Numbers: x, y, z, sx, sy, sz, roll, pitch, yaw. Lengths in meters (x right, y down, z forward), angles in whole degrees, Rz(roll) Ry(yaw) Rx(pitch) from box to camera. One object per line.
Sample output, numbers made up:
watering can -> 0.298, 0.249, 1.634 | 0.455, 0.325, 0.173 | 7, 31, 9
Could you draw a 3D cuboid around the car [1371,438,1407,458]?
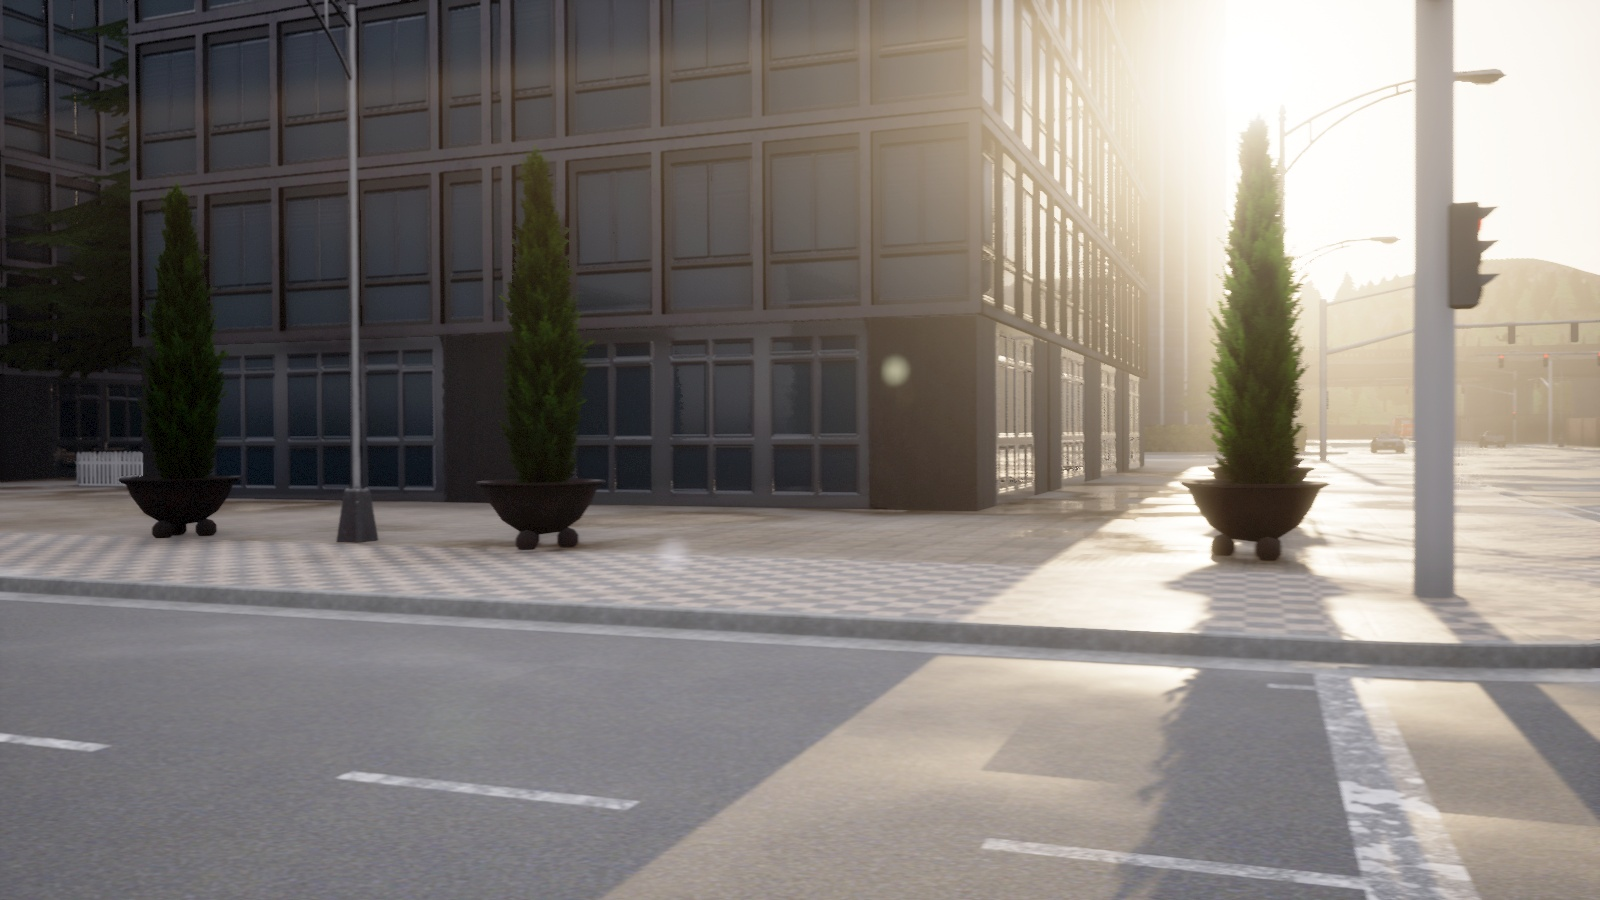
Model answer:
car -> 41.607, -0.174, 88.733 | 1.994, 1.385, 4.181 | 0, 1, 21
